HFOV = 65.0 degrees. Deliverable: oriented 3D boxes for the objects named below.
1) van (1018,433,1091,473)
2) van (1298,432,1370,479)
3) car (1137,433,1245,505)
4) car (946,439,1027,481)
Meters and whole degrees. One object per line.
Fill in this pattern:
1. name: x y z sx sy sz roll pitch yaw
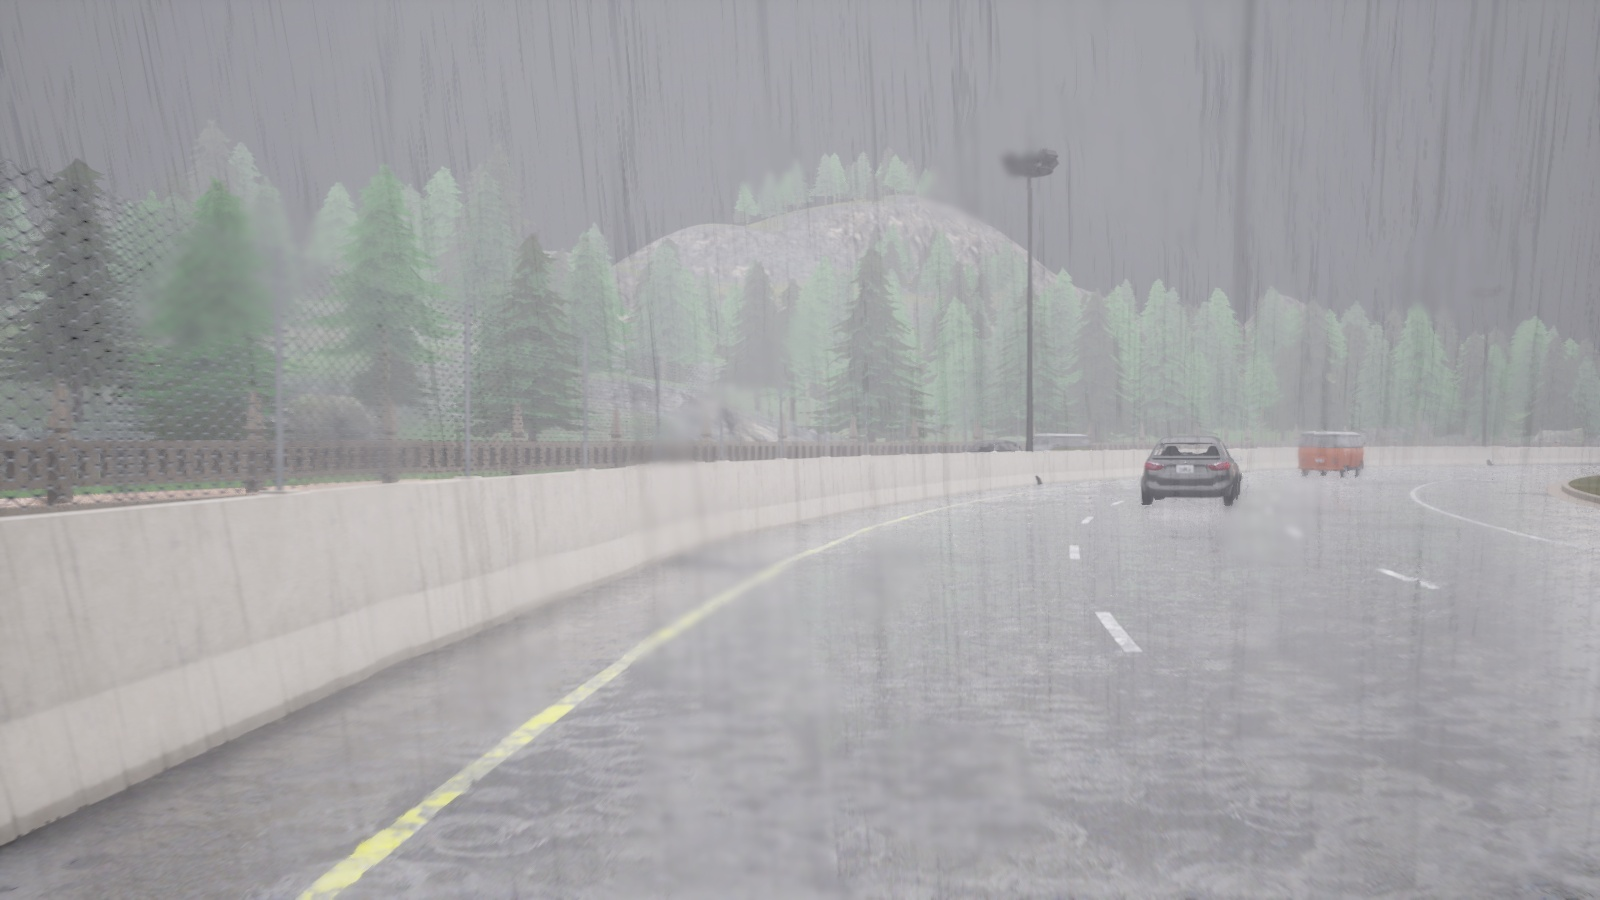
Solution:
1. van: 13.105 0.154 64.450 1.775 1.987 4.442 0 0 39
2. van: 23.360 0.223 54.861 1.775 1.987 4.442 0 0 38
3. car: 9.898 0.428 31.579 2.242 1.667 4.611 0 0 22
4. car: 7.541 0.371 50.453 1.851 1.617 3.988 0 0 31
